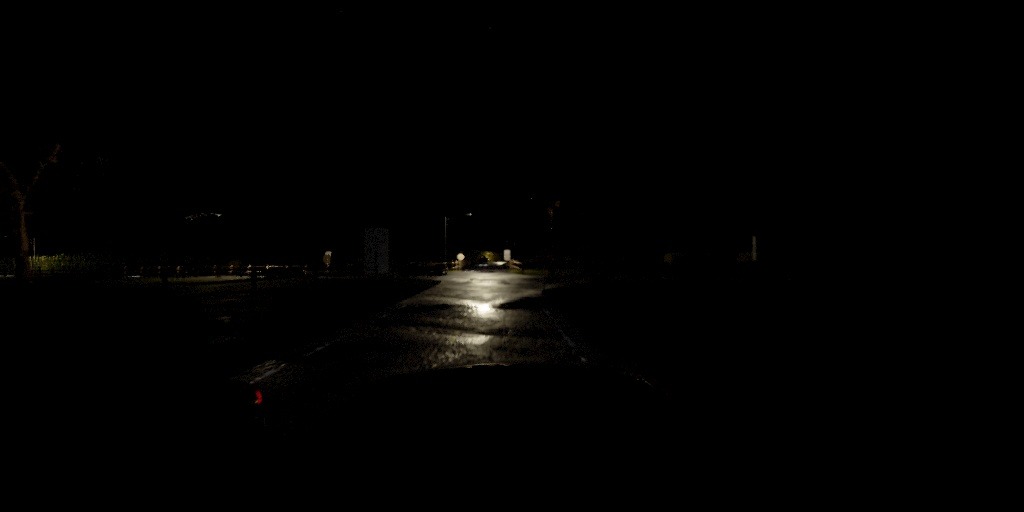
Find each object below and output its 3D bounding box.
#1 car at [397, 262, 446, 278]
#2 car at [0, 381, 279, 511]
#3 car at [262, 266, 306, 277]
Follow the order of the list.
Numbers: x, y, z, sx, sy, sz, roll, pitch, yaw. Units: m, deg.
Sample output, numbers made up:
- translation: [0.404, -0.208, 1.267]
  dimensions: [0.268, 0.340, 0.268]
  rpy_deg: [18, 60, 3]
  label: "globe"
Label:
- translation: [-8.716, 1.340, 34.619]
  dimensions: [4.902, 1.511, 2.128]
  rpy_deg: [-1, -1, 20]
  label: "car"
- translation: [-2.873, 1.318, 1.174]
  dimensions: [1.994, 1.385, 4.181]
  rpy_deg: [0, 0, 0]
  label: "car"
- translation: [-25.917, 1.735, 40.763]
  dimensions: [4.718, 1.301, 1.895]
  rpy_deg: [-1, -1, 20]
  label: "car"
